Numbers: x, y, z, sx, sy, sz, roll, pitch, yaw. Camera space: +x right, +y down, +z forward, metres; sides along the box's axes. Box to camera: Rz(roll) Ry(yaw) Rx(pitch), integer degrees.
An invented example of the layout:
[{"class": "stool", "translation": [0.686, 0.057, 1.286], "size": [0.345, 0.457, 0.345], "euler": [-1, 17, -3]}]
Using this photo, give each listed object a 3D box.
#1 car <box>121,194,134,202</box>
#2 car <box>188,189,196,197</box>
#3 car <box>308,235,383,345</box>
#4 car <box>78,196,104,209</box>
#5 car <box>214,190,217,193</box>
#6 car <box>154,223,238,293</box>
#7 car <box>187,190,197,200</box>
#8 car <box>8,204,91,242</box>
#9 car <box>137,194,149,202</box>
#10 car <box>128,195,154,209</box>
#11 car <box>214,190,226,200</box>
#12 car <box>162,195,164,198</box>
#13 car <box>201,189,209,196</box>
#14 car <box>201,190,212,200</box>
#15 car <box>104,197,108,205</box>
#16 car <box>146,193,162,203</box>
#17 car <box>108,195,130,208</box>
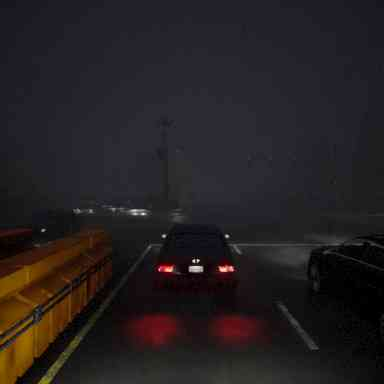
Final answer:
[{"class": "car", "translation": [-13.957, 1.309, 71.991], "size": [1.837, 1.490, 4.892], "euler": [0, 2, 0]}, {"class": "car", "translation": [-0.021, 0.116, 88.533], "size": [1.882, 1.535, 5.008], "euler": [0, 7, 0]}, {"class": "car", "translation": [3.577, 1.492, 5.811], "size": [2.128, 1.511, 4.902], "euler": [0, 0, 0]}, {"class": "car", "translation": [-14.024, 1.352, 45.642], "size": [2.097, 1.767, 4.553], "euler": [0, 0, 0]}, {"class": "car", "translation": [6.979, 0.138, 88.563], "size": [1.837, 1.490, 4.892], "euler": [0, 7, 0]}, {"class": "car", "translation": [0.096, 1.547, 8.990], "size": [2.033, 1.411, 5.357], "euler": [0, 0, 0]}, {"class": "car", "translation": [0.018, 0.970, 78.509], "size": [1.837, 1.490, 4.892], "euler": [0, 4, 0]}, {"class": "car", "translation": [-7.073, 1.547, 16.796], "size": [2.033, 1.411, 5.357], "euler": [0, 0, 0]}, {"class": "car", "translation": [-10.454, 1.310, 71.273], "size": [1.882, 1.535, 5.008], "euler": [0, 1, 0]}, {"class": "car", "translation": [-6.991, 1.491, 46.040], "size": [2.128, 1.511, 4.902], "euler": [0, 0, -1]}, {"class": "car", "translation": [7.016, 0.997, 78.908], "size": [1.994, 1.385, 4.181], "euler": [0, 4, 0]}, {"class": "car", "translation": [-6.961, 1.298, 73.069], "size": [2.033, 1.411, 5.357], "euler": [0, 2, 0]}, {"class": "car", "translation": [3.479, 0.190, 88.555], "size": [1.994, 1.385, 4.181], "euler": [0, 7, 0]}, {"class": "car", "translation": [3.517, 0.821, 78.603], "size": [2.097, 1.767, 4.553], "euler": [0, 4, 0]}, {"class": "car", "translation": [-13.997, 1.548, 57.066], "size": [2.033, 1.411, 5.357], "euler": [0, 0, 0]}, {"class": "car", "translation": [-6.996, 1.223, 57.651], "size": [2.150, 2.045, 5.566], "euler": [0, 0, 0]}, {"class": "car", "translation": [-10.516, 1.547, 49.708], "size": [2.033, 1.411, 5.357], "euler": [0, 0, 0]}]
